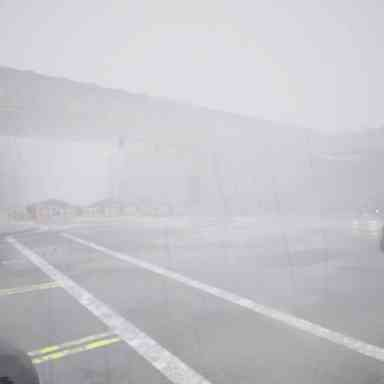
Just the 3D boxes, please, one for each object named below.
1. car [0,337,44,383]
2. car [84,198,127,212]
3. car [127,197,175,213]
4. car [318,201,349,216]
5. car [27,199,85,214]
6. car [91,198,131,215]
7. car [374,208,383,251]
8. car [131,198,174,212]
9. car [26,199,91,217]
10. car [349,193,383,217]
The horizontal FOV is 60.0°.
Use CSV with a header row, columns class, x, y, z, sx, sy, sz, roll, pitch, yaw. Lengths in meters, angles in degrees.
class,x,y,z,sx,sy,sz,roll,pitch,yaw
car,-3.262,1.485,1.420,4.902,1.511,2.128,0,0,-35
car,-8.351,1.233,32.567,1.853,1.218,4.536,0,0,18
car,-4.457,1.380,36.278,4.974,1.542,2.038,0,0,-7
car,14.268,1.520,32.231,4.718,1.301,1.895,0,0,-37
car,-12.163,1.242,29.839,4.536,1.218,1.853,0,0,8
car,-8.367,1.391,32.518,2.038,1.542,4.974,0,0,18
car,8.645,1.465,12.995,1.837,1.490,4.892,0,0,37
car,-4.509,1.223,36.272,4.536,1.218,1.853,0,0,-7
car,-12.111,1.399,29.833,4.974,1.542,2.038,0,0,8
car,16.792,1.143,29.756,5.566,2.045,2.150,0,0,-37
